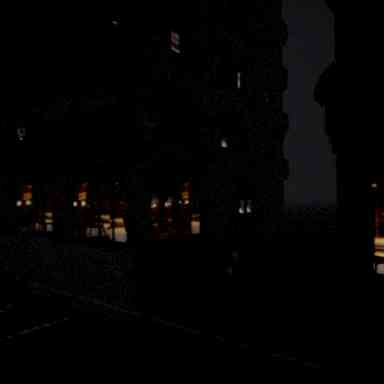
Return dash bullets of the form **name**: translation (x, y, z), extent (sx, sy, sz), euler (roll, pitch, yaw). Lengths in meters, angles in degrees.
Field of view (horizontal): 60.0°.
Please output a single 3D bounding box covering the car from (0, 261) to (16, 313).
- **car**: translation (-5.047, 1.559, 6.332), extent (4.403, 1.369, 2.008), euler (0, -1, 36)
